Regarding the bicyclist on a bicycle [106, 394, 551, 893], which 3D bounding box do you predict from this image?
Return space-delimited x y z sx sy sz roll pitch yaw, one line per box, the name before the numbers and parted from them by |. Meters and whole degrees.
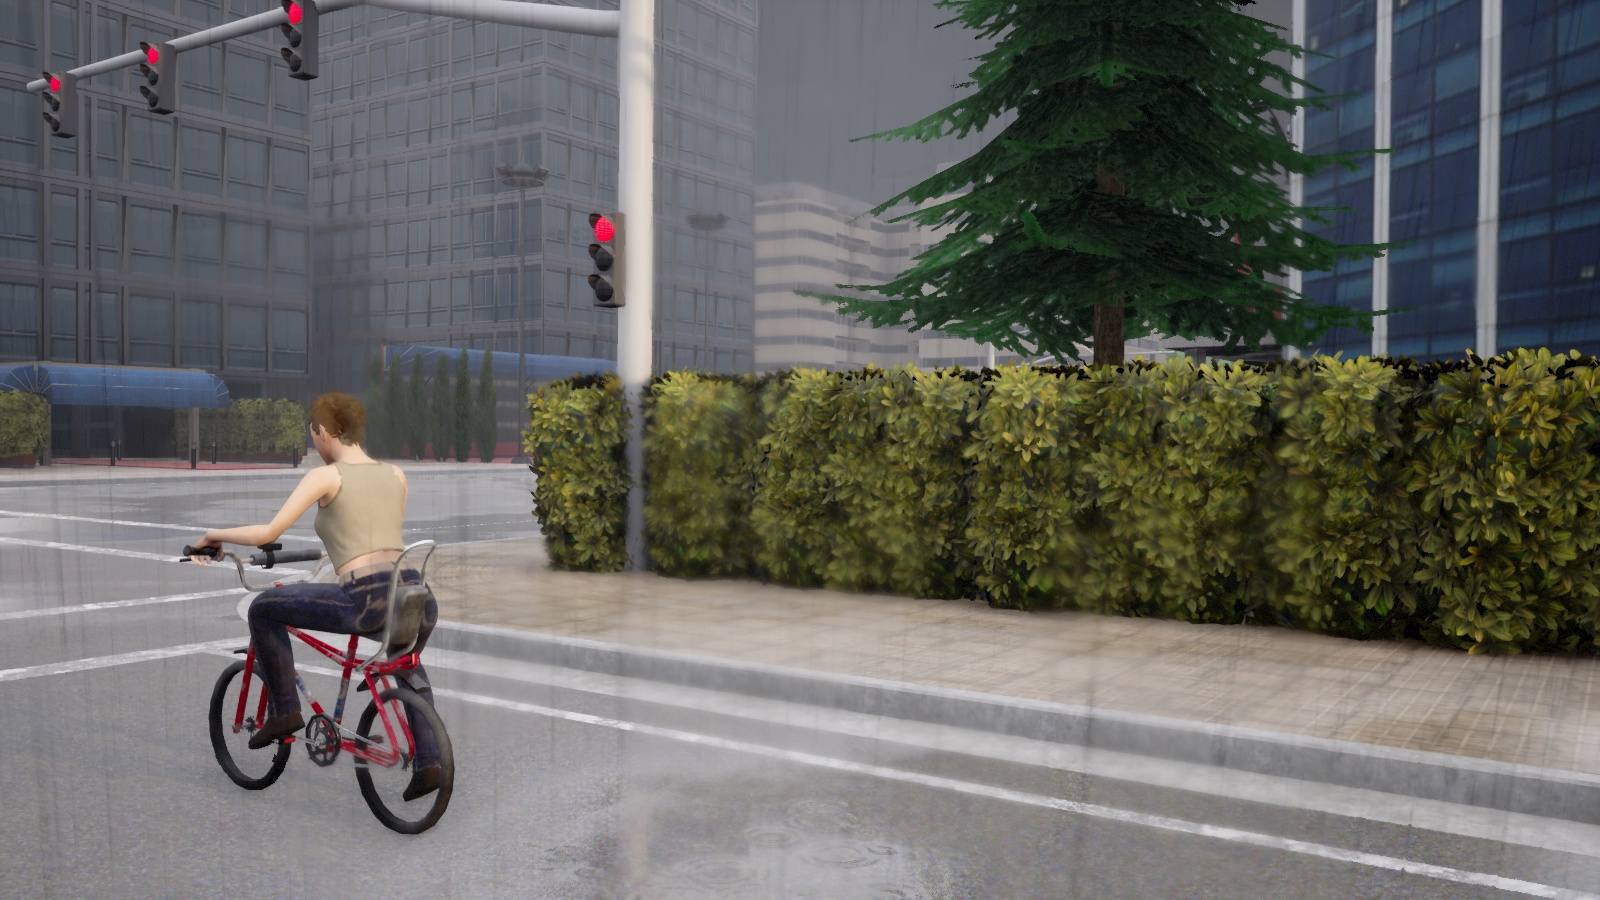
bicyclist on a bicycle | -1.824 0.618 4.828 1.509 1.612 0.866 0 1 34
